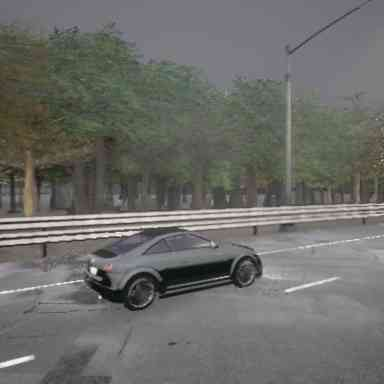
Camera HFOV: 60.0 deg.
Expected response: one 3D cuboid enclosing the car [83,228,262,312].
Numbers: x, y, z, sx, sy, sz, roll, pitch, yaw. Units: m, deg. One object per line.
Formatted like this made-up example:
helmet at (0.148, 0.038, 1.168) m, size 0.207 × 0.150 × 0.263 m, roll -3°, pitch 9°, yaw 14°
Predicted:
car at (-0.331, 1.541, 7.786) m, size 4.181 × 1.385 × 1.994 m, roll 0°, pitch 0°, yaw -35°
